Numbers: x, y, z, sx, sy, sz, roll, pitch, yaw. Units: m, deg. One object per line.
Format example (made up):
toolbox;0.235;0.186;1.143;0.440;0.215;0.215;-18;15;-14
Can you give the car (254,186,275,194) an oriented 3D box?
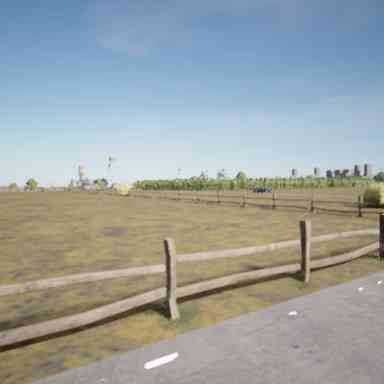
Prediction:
car;14.547;-0.396;66.873;1.837;1.490;4.892;0;1;-35
